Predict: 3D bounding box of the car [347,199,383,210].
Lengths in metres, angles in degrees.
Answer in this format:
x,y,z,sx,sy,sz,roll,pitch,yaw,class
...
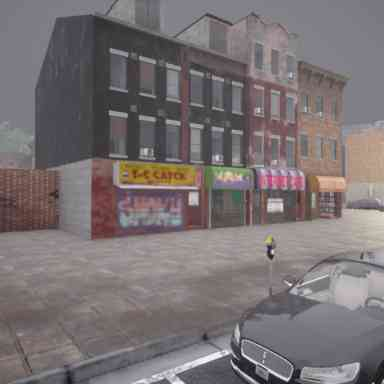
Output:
x,y,z,sx,sy,sz,roll,pitch,yaw,class
20.297,1.463,37.381,2.033,1.411,5.357,0,0,-36,car

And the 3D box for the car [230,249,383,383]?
x,y,z,sx,sy,sz,roll,pitch,yaw,class
2.474,1.553,4.562,4.403,1.369,2.008,0,0,-35,car
